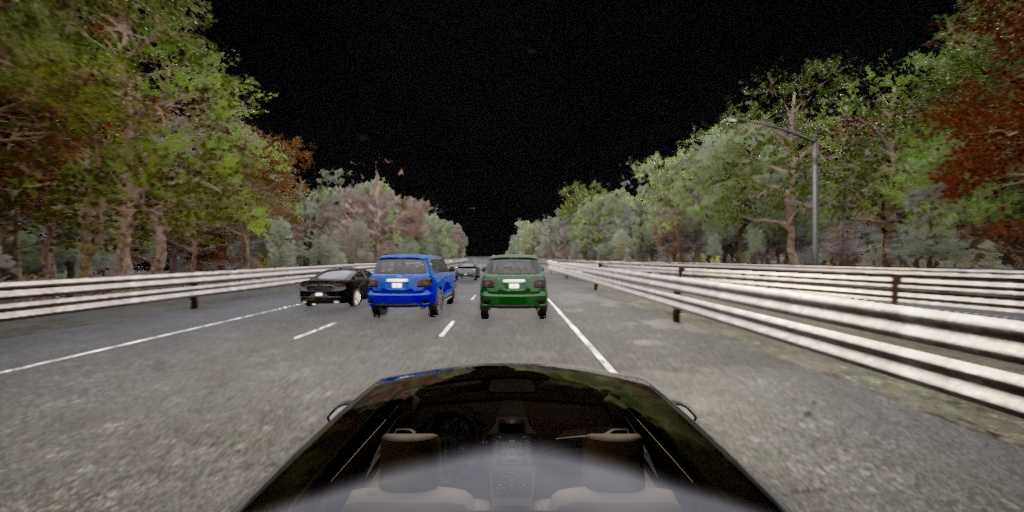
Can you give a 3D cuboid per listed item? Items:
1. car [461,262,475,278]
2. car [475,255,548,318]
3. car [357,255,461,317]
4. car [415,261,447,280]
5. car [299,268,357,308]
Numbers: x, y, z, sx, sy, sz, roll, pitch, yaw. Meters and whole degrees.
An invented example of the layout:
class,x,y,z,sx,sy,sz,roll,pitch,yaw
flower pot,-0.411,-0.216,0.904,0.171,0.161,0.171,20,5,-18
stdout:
class,x,y,z,sx,sy,sz,roll,pitch,yaw
car,-3.713,1.257,30.860,2.128,1.511,4.902,0,0,-1
car,0.040,0.973,13.180,2.150,2.045,5.566,0,0,0
car,-3.461,0.975,13.407,2.150,2.045,5.566,0,0,0
car,-7.251,1.247,32.626,1.882,1.535,5.008,0,0,-1
car,-6.982,1.233,15.403,1.882,1.535,5.008,0,0,0
